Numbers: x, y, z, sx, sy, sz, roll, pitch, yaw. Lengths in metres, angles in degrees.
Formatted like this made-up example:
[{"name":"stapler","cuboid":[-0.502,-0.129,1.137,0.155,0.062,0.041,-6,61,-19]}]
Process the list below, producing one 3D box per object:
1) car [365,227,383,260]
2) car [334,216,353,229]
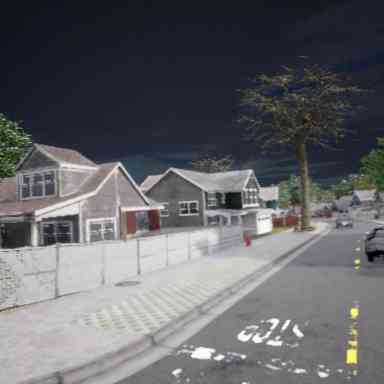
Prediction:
[{"name":"car","cuboid":[9.139,2.306,15.419,1.994,1.385,4.181,-5,-5,27]},{"name":"car","cuboid":[18.832,3.671,41.164,2.128,1.511,4.902,-4,-5,24]}]
